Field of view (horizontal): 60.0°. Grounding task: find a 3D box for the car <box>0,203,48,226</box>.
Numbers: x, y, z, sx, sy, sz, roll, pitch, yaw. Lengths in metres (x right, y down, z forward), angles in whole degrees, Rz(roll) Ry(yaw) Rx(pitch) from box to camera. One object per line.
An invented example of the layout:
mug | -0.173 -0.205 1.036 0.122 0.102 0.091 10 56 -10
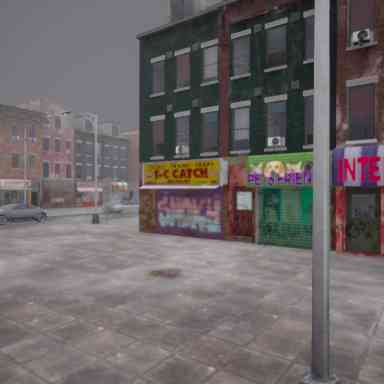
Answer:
car | -12.338 1.489 23.183 1.994 1.385 4.181 0 0 35

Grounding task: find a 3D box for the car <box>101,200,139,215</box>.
car | -6.281 1.471 31.693 1.895 1.301 4.718 0 0 36
